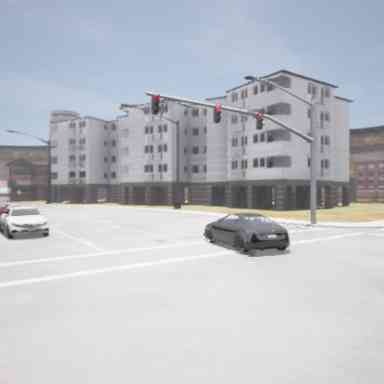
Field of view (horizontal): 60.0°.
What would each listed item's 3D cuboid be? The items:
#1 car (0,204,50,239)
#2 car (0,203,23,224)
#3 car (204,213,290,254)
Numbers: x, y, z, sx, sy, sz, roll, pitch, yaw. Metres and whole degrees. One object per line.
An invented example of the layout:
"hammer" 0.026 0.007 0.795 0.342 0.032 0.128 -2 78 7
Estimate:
"car" -8.892 1.499 17.566 1.812 1.442 4.674 0 0 -36
"car" -14.297 1.550 24.897 1.895 1.301 4.718 0 0 -40
"car" 2.084 1.543 13.669 1.994 1.385 4.181 0 0 -22
